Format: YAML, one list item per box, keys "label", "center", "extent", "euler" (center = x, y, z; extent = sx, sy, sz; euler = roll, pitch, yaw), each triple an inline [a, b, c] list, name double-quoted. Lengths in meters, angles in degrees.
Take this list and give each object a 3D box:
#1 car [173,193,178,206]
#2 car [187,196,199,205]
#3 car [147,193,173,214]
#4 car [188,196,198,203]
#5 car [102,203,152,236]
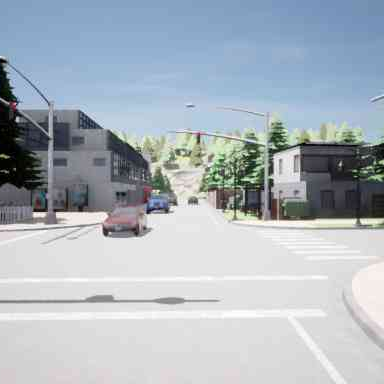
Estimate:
- label: "car"
  center: [-3.502, 1.213, 54.040]
  extent: [2.150, 2.045, 5.566]
  euler: [0, 1, 0]
- label: "car"
  center: [0.189, 1.505, 59.596]
  extent: [1.837, 1.490, 4.892]
  euler: [0, 0, 0]
- label: "car"
  center: [-3.546, 1.222, 35.919]
  extent: [2.150, 2.045, 5.566]
  euler: [0, 0, 0]
- label: "car"
  center: [0.197, 1.547, 70.017]
  extent: [2.033, 1.411, 5.357]
  euler: [0, 0, 0]
- label: "car"
  center: [-3.576, 1.526, 18.397]
  extent: [1.812, 1.442, 4.674]
  euler: [0, 0, 0]
